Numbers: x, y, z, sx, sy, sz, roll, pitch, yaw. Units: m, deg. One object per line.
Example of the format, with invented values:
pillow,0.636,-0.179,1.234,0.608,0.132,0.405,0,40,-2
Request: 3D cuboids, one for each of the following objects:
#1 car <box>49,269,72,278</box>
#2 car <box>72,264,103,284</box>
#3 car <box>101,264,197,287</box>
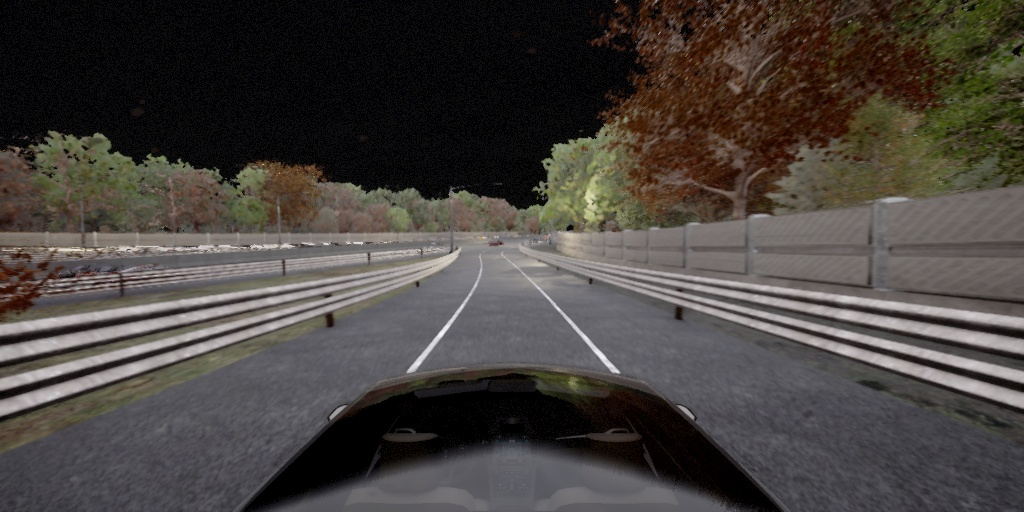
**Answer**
car,-32.489,1.261,28.291,1.895,1.301,4.718,1,4,20
car,-29.157,1.313,27.214,1.895,1.301,4.718,1,4,20
car,-25.849,1.297,26.054,1.812,1.442,4.674,1,4,20
